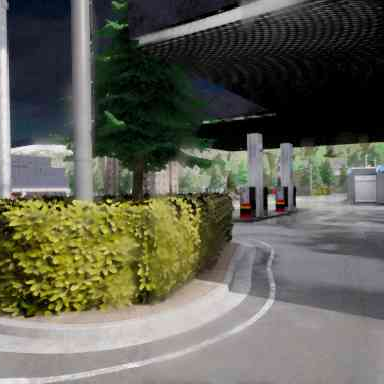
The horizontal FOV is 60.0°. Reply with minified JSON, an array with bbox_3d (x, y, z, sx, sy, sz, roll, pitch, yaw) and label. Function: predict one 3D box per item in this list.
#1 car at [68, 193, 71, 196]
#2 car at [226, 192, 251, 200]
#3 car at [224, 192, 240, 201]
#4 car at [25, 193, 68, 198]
[{"bbox_3d":[-24.199,1.124,63.874,3.866,1.878,1.905,-1,1,35],"label":"car"},{"bbox_3d":[9.251,0.811,66.483,4.514,1.523,2.007,-1,1,35],"label":"car"},{"bbox_3d":[7.477,0.850,63.896,5.027,1.636,2.152,-1,1,35],"label":"car"},{"bbox_3d":[-14.743,1.183,33.582,3.866,1.878,1.905,-1,1,35],"label":"car"}]
